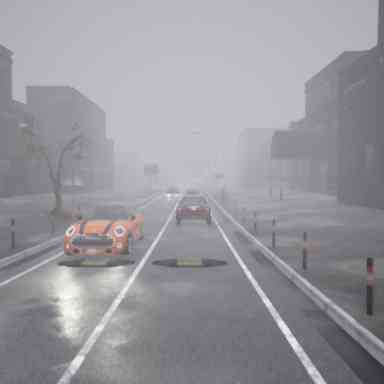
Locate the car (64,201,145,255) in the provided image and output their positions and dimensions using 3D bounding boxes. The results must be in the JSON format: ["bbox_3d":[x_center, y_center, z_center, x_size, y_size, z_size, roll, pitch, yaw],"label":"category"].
[{"bbox_3d":[-3.103,1.205,12.554,2.097,1.767,4.553,0,1,0],"label":"car"}]

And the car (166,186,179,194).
[{"bbox_3d":[-3.071,-0.327,54.462,1.994,1.385,4.181,0,2,1],"label":"car"}]

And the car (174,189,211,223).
[{"bbox_3d":[0.092,0.941,21.587,2.097,1.767,4.553,0,2,0],"label":"car"}]
